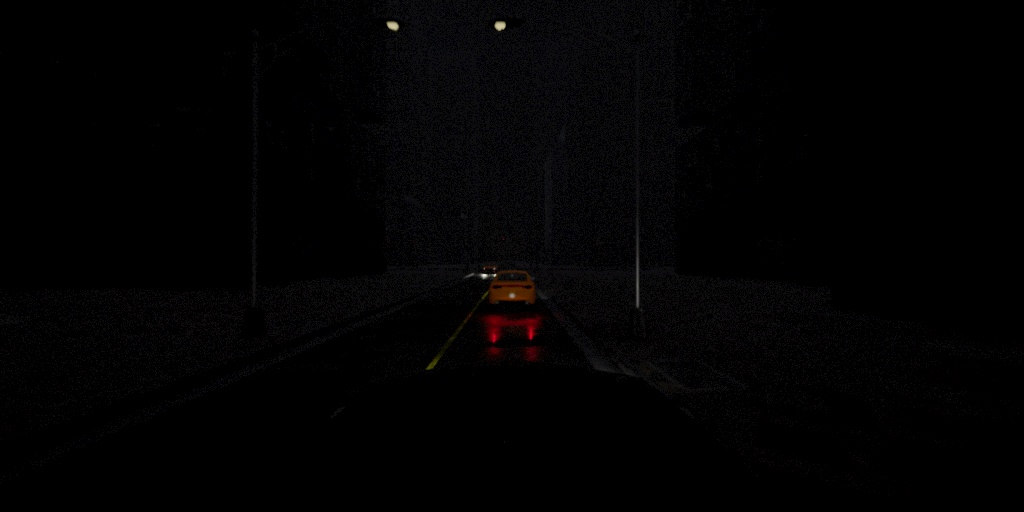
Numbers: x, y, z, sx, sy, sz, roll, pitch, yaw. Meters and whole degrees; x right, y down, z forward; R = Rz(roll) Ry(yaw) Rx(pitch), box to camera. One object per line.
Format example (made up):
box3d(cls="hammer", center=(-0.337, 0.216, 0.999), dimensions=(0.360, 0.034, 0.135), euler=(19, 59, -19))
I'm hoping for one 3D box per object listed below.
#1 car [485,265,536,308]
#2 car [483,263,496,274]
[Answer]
box3d(cls="car", center=(0.025, 1.374, 16.084), dimensions=(1.882, 1.535, 5.008), euler=(0, 0, 0))
box3d(cls="car", center=(-3.036, 1.709, 50.640), dimensions=(1.882, 1.535, 5.008), euler=(0, -1, 0))
